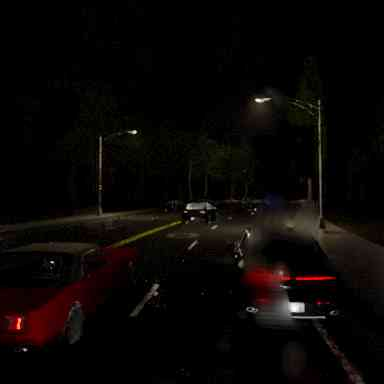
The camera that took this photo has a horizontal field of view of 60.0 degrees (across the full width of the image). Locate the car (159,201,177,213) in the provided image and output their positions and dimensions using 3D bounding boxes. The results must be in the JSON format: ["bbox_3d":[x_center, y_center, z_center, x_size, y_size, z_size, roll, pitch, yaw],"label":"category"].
[{"bbox_3d":[-2.123,1.691,38.410,1.895,1.301,4.718,-1,0,19],"label":"car"}]

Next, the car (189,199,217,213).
[{"bbox_3d":[1.334,1.555,38.454,1.837,1.490,4.892,-1,0,19],"label":"car"}]

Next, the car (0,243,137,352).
[{"bbox_3d":[-2.487,1.628,6.346,1.895,1.301,4.718,0,0,6],"label":"car"}]

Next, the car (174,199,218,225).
[{"bbox_3d":[0.630,1.522,23.998,2.128,1.511,4.902,-1,0,14],"label":"car"}]

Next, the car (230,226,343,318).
[{"bbox_3d":[1.850,1.519,7.501,1.837,1.490,4.892,0,0,7],"label":"car"}]

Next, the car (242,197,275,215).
[{"bbox_3d":[6.839,1.467,33.909,2.128,1.511,4.902,-1,0,19],"label":"car"}]

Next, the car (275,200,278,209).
[{"bbox_3d":[10.070,1.527,43.383,1.994,1.385,4.181,-1,0,19],"label":"car"}]

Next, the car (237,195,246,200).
[{"bbox_3d":[11.521,1.458,76.634,1.837,1.490,4.892,-1,0,20],"label":"car"}]
